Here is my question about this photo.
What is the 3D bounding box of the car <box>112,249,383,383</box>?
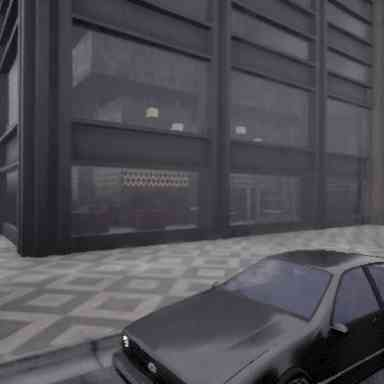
[{"bbox_3d":[1.731,1.579,4.615,5.357,1.411,2.033,1,0,-35],"label":"car"}]
